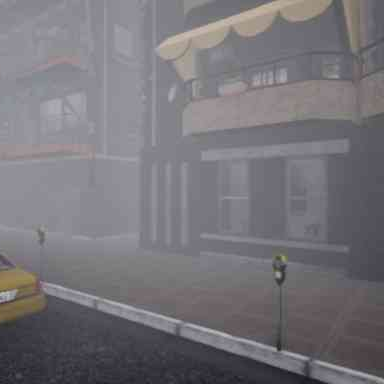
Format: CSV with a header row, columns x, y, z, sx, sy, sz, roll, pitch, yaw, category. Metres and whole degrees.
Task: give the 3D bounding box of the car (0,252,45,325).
x,y,z,sx,sy,sz,roll,pitch,yaw,category
-4.673,1.505,6.196,4.829,1.417,1.752,0,0,35,car
